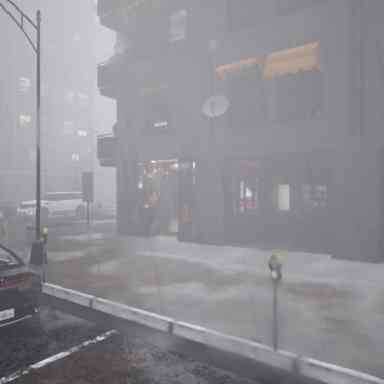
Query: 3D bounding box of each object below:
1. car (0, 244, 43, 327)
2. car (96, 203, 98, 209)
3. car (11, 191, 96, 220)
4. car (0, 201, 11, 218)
[{"bbox_3d":[-4.485,1.551,6.095,4.403,1.369,2.008,0,0,36],"label":"car"},{"bbox_3d":[-10.889,1.250,30.549,1.752,1.417,4.829,1,1,35],"label":"car"},{"bbox_3d":[-10.741,0.994,26.274,2.150,2.045,5.566,0,1,35],"label":"car"},{"bbox_3d":[-13.991,1.350,26.132,2.008,1.369,4.403,1,1,35],"label":"car"}]
